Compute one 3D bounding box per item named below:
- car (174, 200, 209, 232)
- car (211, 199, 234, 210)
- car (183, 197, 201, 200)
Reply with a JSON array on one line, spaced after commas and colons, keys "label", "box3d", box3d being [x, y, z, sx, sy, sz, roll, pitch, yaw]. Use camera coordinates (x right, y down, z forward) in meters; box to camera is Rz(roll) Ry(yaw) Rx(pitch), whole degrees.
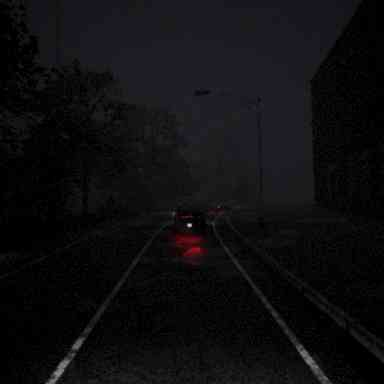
[{"label": "car", "box3d": [-0.051, 1.505, 20.211, 1.837, 1.490, 4.892, 0, 0, 2]}, {"label": "car", "box3d": [3.828, 1.493, 41.012, 1.895, 1.301, 4.718, -2, 0, 19]}, {"label": "car", "box3d": [-0.195, 1.366, 39.635, 2.097, 1.767, 4.553, -2, -1, 19]}]
